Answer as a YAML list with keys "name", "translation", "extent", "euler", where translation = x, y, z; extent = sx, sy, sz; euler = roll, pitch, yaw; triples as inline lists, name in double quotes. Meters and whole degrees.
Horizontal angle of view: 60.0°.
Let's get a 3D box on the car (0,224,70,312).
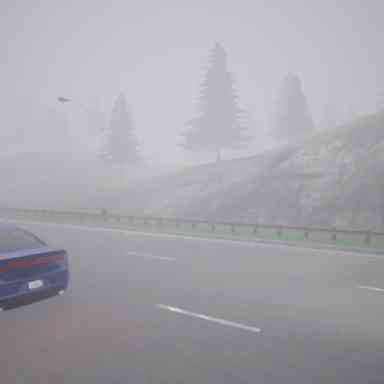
- name: "car"
  translation: [-4.701, 1.402, 7.046]
  extent: [5.008, 1.535, 1.882]
  euler: [1, 0, 34]
